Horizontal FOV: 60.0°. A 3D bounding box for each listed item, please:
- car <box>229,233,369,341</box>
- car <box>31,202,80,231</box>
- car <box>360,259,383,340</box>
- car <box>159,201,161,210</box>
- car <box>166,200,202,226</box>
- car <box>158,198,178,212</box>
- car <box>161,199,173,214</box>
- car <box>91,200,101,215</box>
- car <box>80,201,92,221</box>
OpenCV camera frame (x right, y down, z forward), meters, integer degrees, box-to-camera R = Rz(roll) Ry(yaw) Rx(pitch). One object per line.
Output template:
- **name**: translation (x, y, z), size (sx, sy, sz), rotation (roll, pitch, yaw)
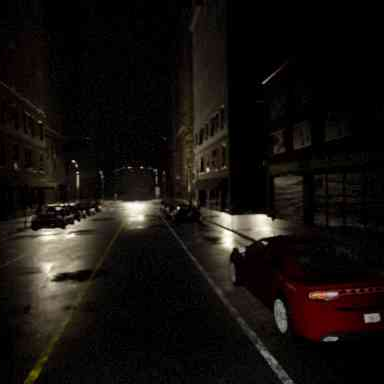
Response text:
- **car**: translation (1.971, 1.469, 6.454), size (1.887, 1.381, 4.507), rotation (-2, 0, -8)
- **car**: translation (-8.893, 1.543, 21.534), size (1.967, 1.590, 4.097), rotation (-2, 0, -8)
- **car**: translation (2.777, 1.372, 1.008), size (1.967, 1.590, 4.097), rotation (-2, 0, -8)
- **car**: translation (-2.080, 1.440, 33.680), size (1.887, 1.381, 4.507), rotation (-2, 0, -8)
- **car**: translation (-0.459, 1.472, 22.790), size (1.947, 1.339, 4.313), rotation (-2, 0, -8)
- **car**: translation (-2.891, 1.435, 39.125), size (1.887, 1.381, 4.507), rotation (-2, 0, -8)
- **car**: translation (-1.270, 1.445, 28.234), size (1.887, 1.381, 4.507), rotation (-2, 0, -8)
- **car**: translation (-10.510, 1.643, 32.426), size (2.008, 1.369, 4.403), rotation (-2, 0, -8)
- **car**: translation (-9.699, 1.663, 26.981), size (1.947, 1.339, 4.313), rotation (-2, 0, -8)
